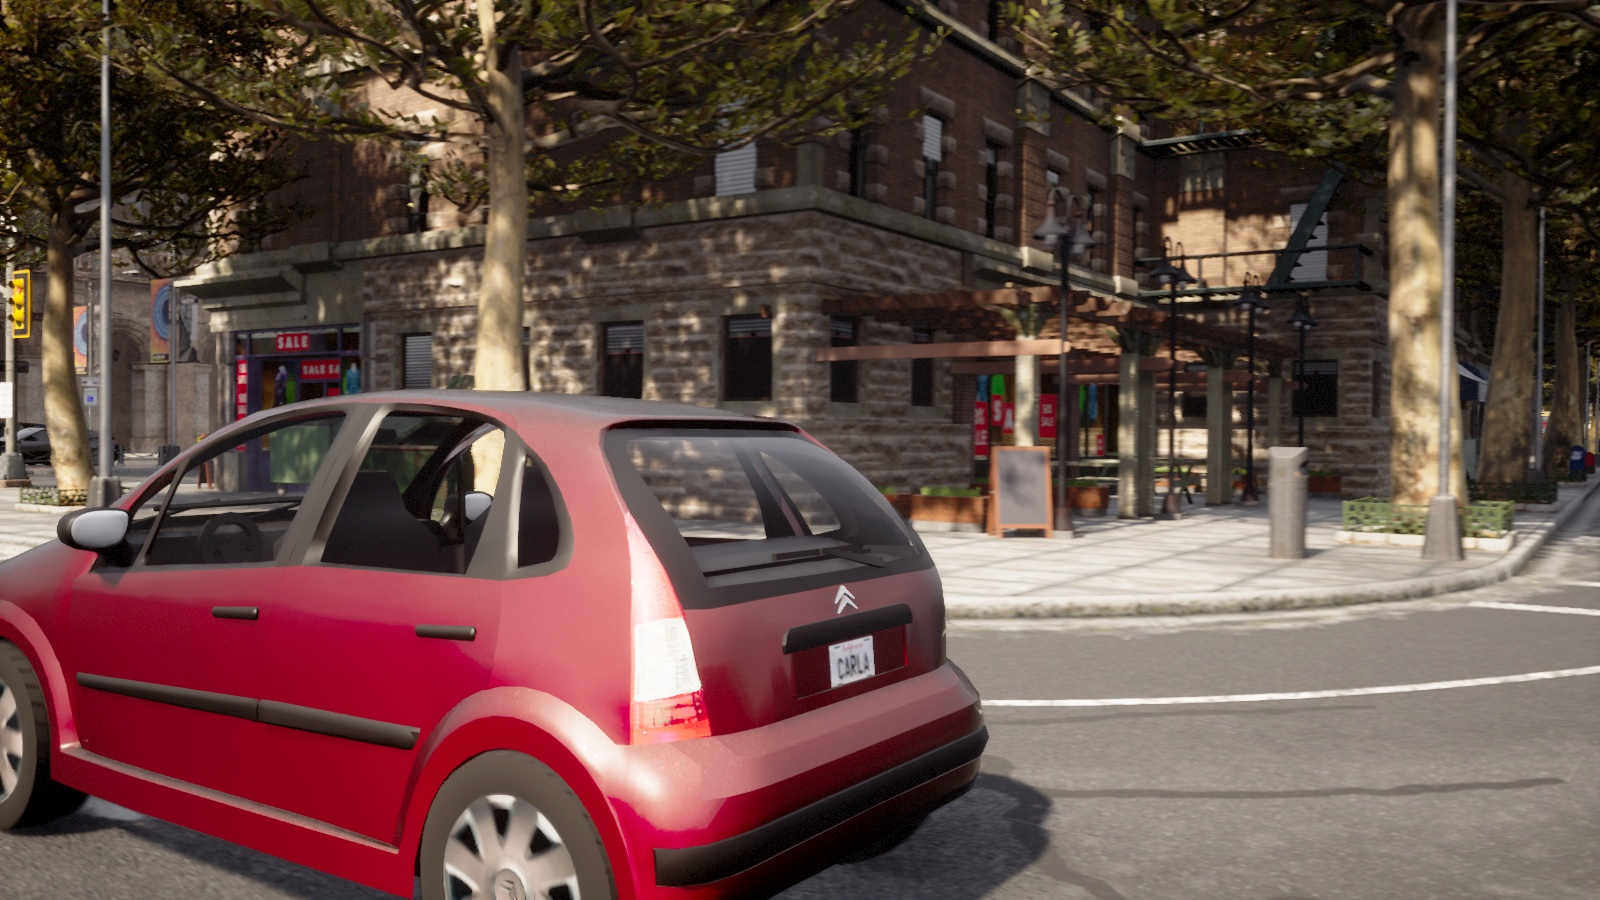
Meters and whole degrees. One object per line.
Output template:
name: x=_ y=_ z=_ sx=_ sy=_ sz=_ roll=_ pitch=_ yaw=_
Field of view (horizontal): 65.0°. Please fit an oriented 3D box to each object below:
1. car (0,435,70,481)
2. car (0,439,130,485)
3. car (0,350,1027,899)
car: x=-28.995 y=0.271 z=45.499 sx=1.851 sy=1.617 sz=3.988 roll=0 pitch=1 yaw=35
car: x=-26.148 y=0.376 z=43.402 sx=2.163 sy=1.488 sz=4.792 roll=0 pitch=1 yaw=35
car: x=-1.413 y=0.580 z=4.560 sx=3.988 sy=1.617 sz=1.851 roll=0 pitch=1 yaw=34
